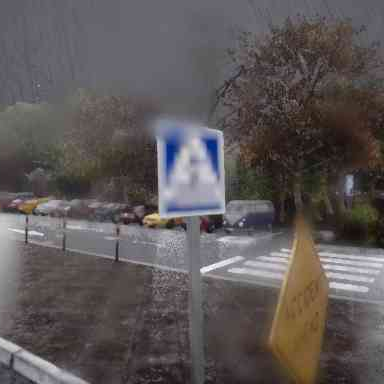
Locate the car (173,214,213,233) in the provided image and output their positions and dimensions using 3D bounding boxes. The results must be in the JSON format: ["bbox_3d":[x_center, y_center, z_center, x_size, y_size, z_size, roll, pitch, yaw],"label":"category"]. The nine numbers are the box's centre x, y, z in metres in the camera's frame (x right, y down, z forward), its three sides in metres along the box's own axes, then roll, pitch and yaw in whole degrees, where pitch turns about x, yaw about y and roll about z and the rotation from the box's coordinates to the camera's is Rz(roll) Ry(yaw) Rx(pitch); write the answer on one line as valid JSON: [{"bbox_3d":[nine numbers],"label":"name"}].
[{"bbox_3d":[1.247,1.718,21.896,2.163,1.488,4.792,1,1,35],"label":"car"}]

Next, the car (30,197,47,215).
[{"bbox_3d":[-12.340,1.471,31.521,2.002,1.452,4.674,1,1,35],"label":"car"}]

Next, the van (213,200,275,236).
[{"bbox_3d":[3.425,1.507,20.167,1.878,1.987,4.442,1,1,35],"label":"van"}]

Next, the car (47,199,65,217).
[{"bbox_3d":[-10.057,1.348,29.938,2.185,1.767,4.553,1,1,35],"label":"car"}]

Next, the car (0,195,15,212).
[{"bbox_3d":[-16.866,1.387,34.738,2.002,1.452,4.674,1,1,35],"label":"car"}]

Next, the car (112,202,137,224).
[{"bbox_3d":[-3.277,1.631,25.113,2.163,1.488,4.792,1,1,35],"label":"car"}]

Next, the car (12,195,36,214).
[{"bbox_3d":[-14.603,1.388,33.127,2.097,1.535,5.008,1,1,35],"label":"car"}]

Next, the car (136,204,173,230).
[{"bbox_3d":[-1.141,1.642,23.330,1.946,1.575,5.366,1,1,35],"label":"car"}]

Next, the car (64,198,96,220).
[{"bbox_3d":[-7.812,1.516,28.310,2.097,1.535,5.008,1,1,35],"label":"car"}]

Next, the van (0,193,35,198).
[{"bbox_3d":[-19.054,1.079,36.441,1.878,1.987,4.442,1,1,35],"label":"van"}]

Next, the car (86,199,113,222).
[{"bbox_3d":[-5.558,1.560,26.692,2.231,1.521,4.892,1,1,35],"label":"car"}]
